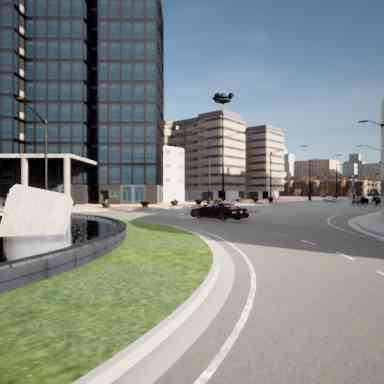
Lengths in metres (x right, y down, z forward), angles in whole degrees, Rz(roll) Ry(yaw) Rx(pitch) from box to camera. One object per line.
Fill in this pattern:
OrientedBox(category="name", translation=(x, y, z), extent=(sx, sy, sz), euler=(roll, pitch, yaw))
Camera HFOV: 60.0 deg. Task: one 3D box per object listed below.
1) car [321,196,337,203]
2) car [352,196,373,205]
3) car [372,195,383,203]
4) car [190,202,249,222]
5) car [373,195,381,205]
OrientedBox(category="car", translation=(28.102, 1.494, 67.865), extent=(1.812, 1.442, 4.674), euler=(0, 0, 41))
OrientedBox(category="car", translation=(30.364, 1.463, 59.800), extent=(2.128, 1.511, 4.902), euler=(0, 0, 42))
OrientedBox(category="car", translation=(39.823, 1.440, 70.629), extent=(1.882, 1.535, 5.008), euler=(0, 0, 41))
OrientedBox(category="car", translation=(2.096, 1.539, 26.810), extent=(2.033, 1.411, 5.357), euler=(0, 0, -39))
OrientedBox(category="car", translation=(33.555, 1.476, 58.133), extent=(1.837, 1.490, 4.892), euler=(0, 0, 41))
